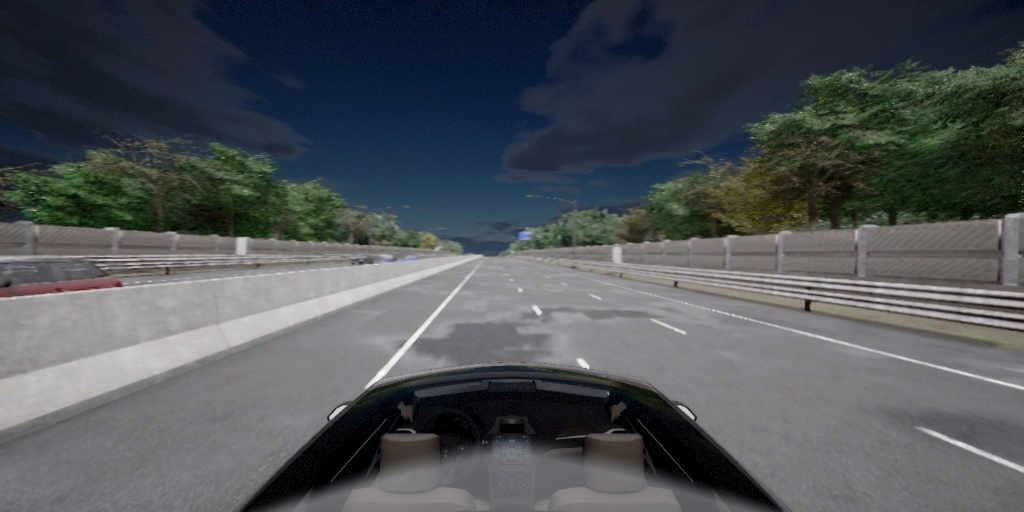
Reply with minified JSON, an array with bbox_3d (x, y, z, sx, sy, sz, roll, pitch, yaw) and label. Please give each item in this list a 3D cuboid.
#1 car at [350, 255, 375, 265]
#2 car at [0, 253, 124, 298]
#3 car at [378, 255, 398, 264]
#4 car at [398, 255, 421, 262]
[{"bbox_3d":[-20.745,0.574,50.171,2.033,1.411,5.357,1,0,-3],"label":"car"},{"bbox_3d":[-11.063,0.830,7.435,2.097,1.767,4.553,1,0,-3],"label":"car"},{"bbox_3d":[-17.262,0.630,50.480,1.812,1.442,4.674,1,0,-3],"label":"car"},{"bbox_3d":[-13.681,0.671,49.013,1.882,1.535,5.008,1,0,-3],"label":"car"}]
